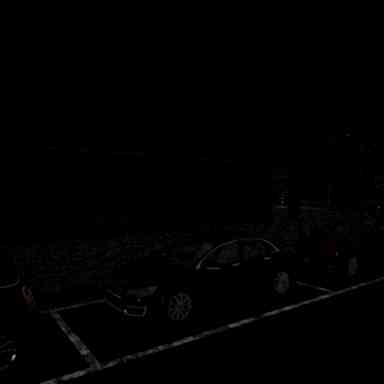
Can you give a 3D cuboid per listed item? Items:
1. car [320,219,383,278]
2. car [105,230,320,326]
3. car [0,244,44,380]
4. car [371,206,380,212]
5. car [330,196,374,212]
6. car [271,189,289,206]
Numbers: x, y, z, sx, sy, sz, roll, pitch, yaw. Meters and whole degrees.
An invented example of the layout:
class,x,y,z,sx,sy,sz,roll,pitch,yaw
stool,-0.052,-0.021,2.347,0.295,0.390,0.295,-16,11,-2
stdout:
class,x,y,z,sx,sy,sz,roll,pitch,yaw
car,4.852,1.541,10.120,4.507,1.381,1.887,0,0,-36
car,0.412,1.549,6.948,4.403,1.369,2.008,0,0,-36
car,-4.029,1.441,3.776,4.097,1.590,1.967,0,0,-36
car,9.293,1.435,13.292,4.097,1.590,1.967,0,0,-36
car,15.992,1.159,33.015,2.128,1.511,4.902,0,1,-36
car,9.891,0.685,41.527,2.150,2.045,5.566,0,1,-35
